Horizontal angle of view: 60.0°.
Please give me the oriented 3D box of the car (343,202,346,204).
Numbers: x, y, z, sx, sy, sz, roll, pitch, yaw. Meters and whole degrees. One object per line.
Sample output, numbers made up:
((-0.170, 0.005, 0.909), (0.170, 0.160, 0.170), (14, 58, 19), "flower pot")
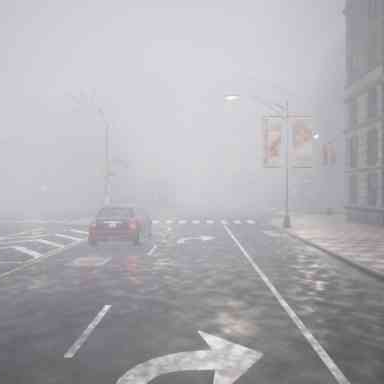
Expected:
((23.479, 1.547, 45.352), (5.357, 1.411, 2.033), (0, 0, 2), "car")

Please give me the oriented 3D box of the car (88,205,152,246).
((-3.121, 1.352, 15.368), (2.097, 1.767, 4.553), (0, 0, 1), "car")
